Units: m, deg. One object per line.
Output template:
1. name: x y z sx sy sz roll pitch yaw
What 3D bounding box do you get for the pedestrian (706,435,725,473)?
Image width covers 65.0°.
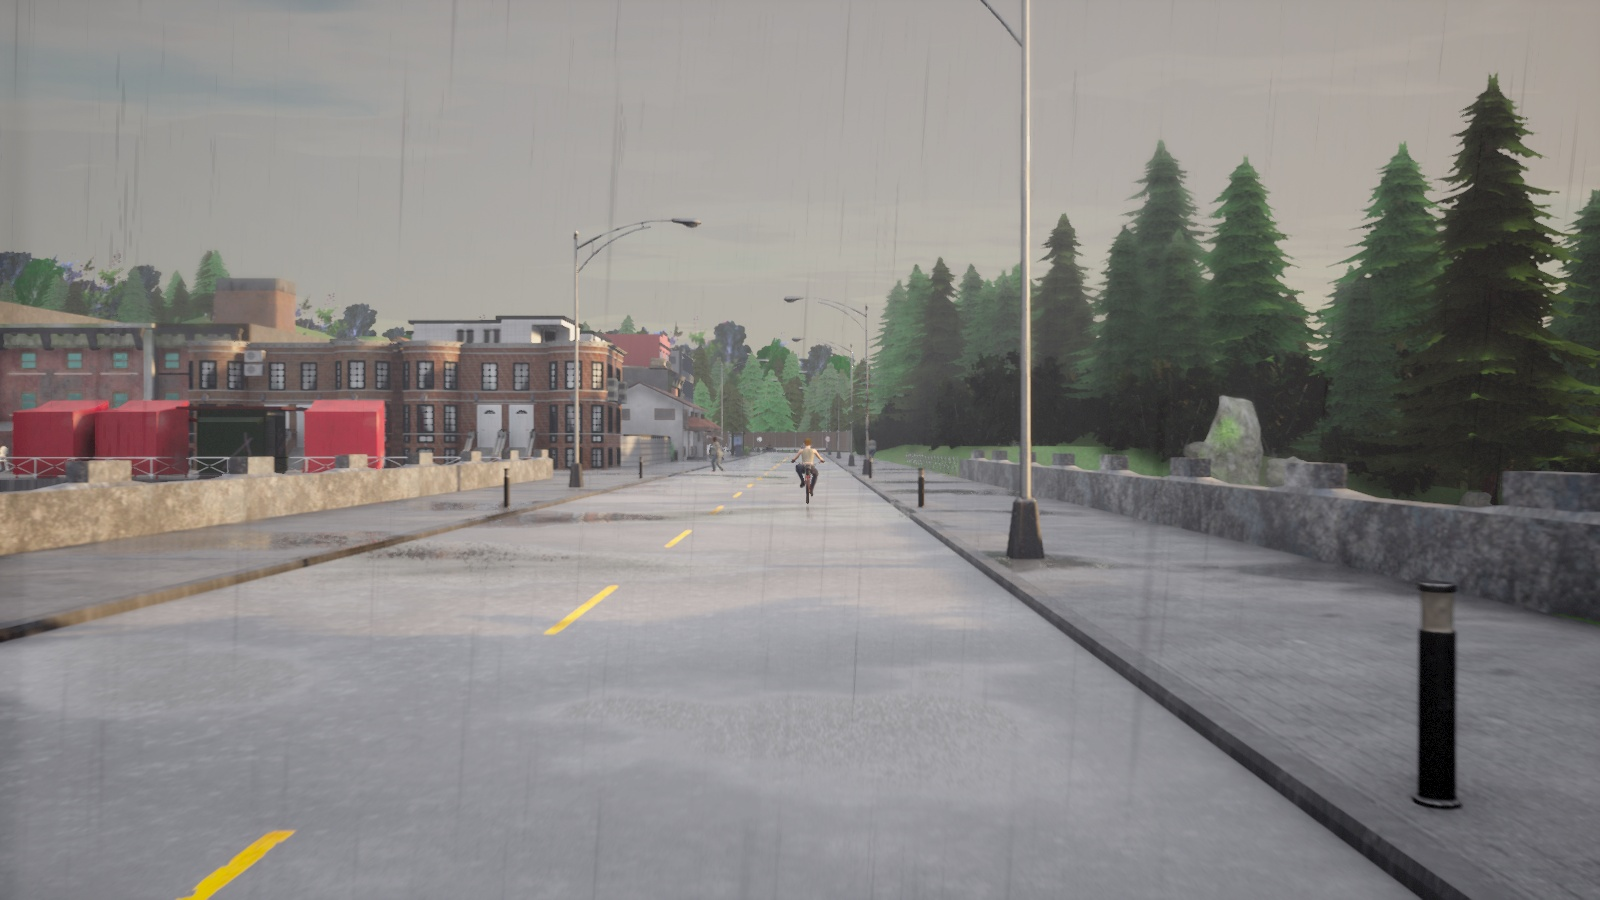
1. pedestrian: -4.180 0.193 62.046 0.900 1.855 0.874 0 0 -8

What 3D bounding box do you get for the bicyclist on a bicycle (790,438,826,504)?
1. bicyclist on a bicycle: 0.193 0.507 31.314 0.866 1.612 1.509 0 0 0
